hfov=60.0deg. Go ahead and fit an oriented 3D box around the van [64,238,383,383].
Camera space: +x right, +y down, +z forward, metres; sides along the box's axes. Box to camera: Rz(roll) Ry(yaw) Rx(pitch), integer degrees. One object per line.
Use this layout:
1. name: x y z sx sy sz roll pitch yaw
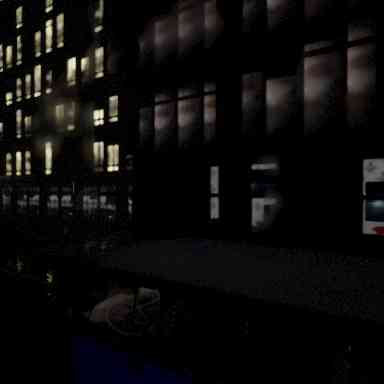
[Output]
1. van: 0.798 1.338 2.304 3.998 1.788 1.690 0 0 36
